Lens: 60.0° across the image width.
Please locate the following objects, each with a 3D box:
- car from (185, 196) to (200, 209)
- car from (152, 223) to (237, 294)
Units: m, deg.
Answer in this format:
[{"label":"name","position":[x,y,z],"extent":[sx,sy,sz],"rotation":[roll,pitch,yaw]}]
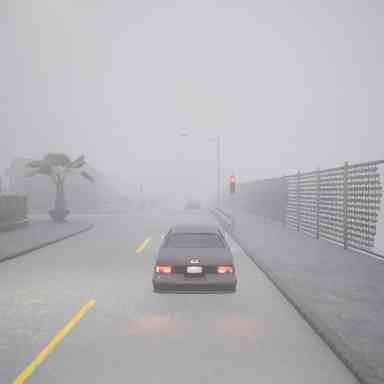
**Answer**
[{"label":"car","position":[0.125,1.564,44.578],"extent":[1.994,1.385,4.181],"rotation":[0,0,0]},{"label":"car","position":[0.069,1.547,8.932],"extent":[2.033,1.411,5.357],"rotation":[0,0,1]}]
